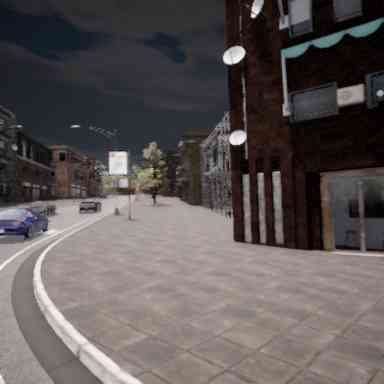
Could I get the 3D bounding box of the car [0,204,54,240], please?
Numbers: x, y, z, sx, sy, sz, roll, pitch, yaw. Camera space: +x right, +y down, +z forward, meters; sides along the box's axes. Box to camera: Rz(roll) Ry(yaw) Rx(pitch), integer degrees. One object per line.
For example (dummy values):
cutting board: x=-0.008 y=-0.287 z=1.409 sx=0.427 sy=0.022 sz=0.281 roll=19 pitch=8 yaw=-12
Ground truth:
car: x=-8.825 y=1.573 z=17.095 sx=1.812 sy=1.442 sz=4.674 roll=-1 pitch=0 yaw=-8

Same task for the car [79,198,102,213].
car: x=-11.320 y=1.469 z=37.264 sx=2.128 sy=1.511 sz=4.902 roll=-1 pitch=1 yaw=-7

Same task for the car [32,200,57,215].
car: x=-14.379 y=1.597 z=31.738 sx=1.837 sy=1.490 sz=4.892 roll=-1 pitch=1 yaw=-7
